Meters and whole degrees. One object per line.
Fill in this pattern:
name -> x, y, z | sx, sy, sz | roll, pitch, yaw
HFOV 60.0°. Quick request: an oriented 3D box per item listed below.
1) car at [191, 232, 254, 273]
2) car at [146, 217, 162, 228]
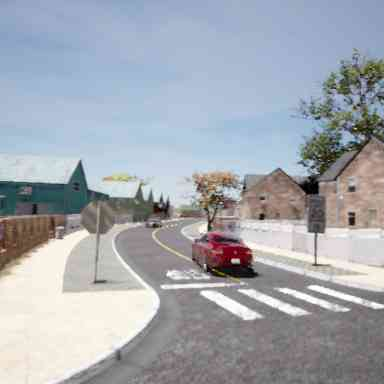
car -> 1.159, 2.394, 13.843 | 1.812, 1.442, 4.674 | 2, -4, -9
car -> -5.675, 4.517, 49.973 | 2.128, 1.511, 4.902 | 2, -4, 3
